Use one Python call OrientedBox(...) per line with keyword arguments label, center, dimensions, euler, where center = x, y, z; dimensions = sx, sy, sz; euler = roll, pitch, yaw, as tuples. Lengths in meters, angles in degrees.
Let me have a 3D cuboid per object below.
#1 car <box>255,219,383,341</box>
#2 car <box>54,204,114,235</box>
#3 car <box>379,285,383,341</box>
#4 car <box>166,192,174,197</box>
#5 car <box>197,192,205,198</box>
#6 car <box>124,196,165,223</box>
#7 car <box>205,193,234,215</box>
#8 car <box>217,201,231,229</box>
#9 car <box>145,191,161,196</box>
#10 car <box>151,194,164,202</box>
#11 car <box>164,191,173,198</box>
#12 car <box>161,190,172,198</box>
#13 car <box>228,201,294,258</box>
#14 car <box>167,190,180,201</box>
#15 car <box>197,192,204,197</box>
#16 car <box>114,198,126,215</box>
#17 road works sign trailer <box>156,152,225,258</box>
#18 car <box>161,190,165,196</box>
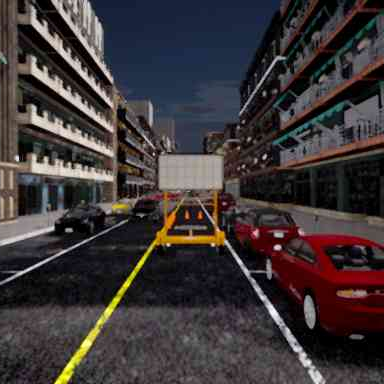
OrientedBox(label="car", center=(2.668, 1.478, 6.480), dimensions=(1.887, 1.381, 4.507), euler=(0, 1, 0))
OrientedBox(label="car", center=(-5.757, 1.389, 17.723), dimensions=(1.947, 1.339, 4.313), euler=(0, 1, 0))
OrientedBox(label="car", center=(2.689, 1.555, 0.844), dimensions=(1.947, 1.339, 4.313), euler=(0, 1, 0))
OrientedBox(label="car", center=(-6.038, 0.609, 90.993), dimensions=(1.887, 1.381, 4.507), euler=(0, 1, 0))
OrientedBox(label="car", center=(2.384, 0.704, 79.919), dimensions=(1.752, 1.417, 4.829), euler=(0, 1, 0))
OrientedBox(label="car", center=(-3.188, 1.270, 23.343), dimensions=(1.837, 1.490, 4.892), euler=(0, 1, 0))
OrientedBox(label="car", center=(2.582, 1.021, 29.022), dimensions=(2.192, 1.841, 5.009), euler=(0, 1, 0))
OrientedBox(label="car", center=(2.624, 1.371, 17.752), dimensions=(2.008, 1.369, 4.403), euler=(0, 1, 0))
OrientedBox(label="car", center=(-5.865, 0.975, 45.903), dimensions=(1.967, 1.590, 4.097), euler=(0, 1, 0))
OrientedBox(label="car", center=(-5.909, 1.000, 57.177), dimensions=(1.802, 1.307, 4.206), euler=(0, 1, 0))
OrientedBox(label="car", center=(-6.017, 0.564, 85.355), dimensions=(1.967, 1.590, 4.097), euler=(0, 1, 0))
OrientedBox(label="car", center=(-5.994, 0.498, 79.718), dimensions=(2.192, 1.841, 5.009), euler=(0, 1, 0))
OrientedBox(label="car", center=(2.646, 1.317, 12.115), dimensions=(1.967, 1.590, 4.097), euler=(0, 1, 0))
OrientedBox(label="car", center=(-3.271, 0.823, 64.164), dimensions=(1.882, 1.535, 5.008), euler=(0, 1, 0))
OrientedBox(label="car", center=(2.342, 0.607, 91.020), dimensions=(1.887, 1.381, 4.507), euler=(0, 1, 0))
OrientedBox(label="car", center=(-5.799, 1.235, 28.825), dimensions=(1.752, 1.417, 4.829), euler=(0, 1, 0))
OrientedBox(label="road works sign trailer", center=(-0.046, 0.341, 12.227), dimensions=(2.380, 3.560, 2.880), euler=(0, 1, 0))
OrientedBox(label="car", center=(-5.886, 0.791, 51.538), dimensions=(2.192, 1.841, 5.009), euler=(0, 1, 0))
